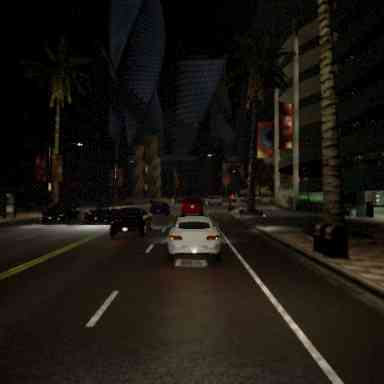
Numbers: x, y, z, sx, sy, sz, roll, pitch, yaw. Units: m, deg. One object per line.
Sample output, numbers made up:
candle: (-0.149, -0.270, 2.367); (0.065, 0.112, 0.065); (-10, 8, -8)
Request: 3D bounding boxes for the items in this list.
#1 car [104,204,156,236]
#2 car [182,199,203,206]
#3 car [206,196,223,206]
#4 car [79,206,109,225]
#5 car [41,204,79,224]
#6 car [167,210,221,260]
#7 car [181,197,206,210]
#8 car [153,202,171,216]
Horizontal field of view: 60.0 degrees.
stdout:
car: (-3.434, 1.672, 19.412); (1.837, 1.490, 4.892); (0, 0, 0)
car: (0.174, 2.100, 67.510); (1.812, 1.442, 4.674); (-1, -1, 40)
car: (3.849, 1.785, 66.402); (2.150, 2.045, 5.566); (-1, -1, 43)
car: (-7.116, 1.793, 26.556); (1.994, 1.385, 4.181); (0, 0, 0)
car: (-10.611, 1.741, 27.290); (1.837, 1.490, 4.892); (0, 0, 0)
car: (0.067, 1.636, 12.805); (1.812, 1.442, 4.674); (0, 0, 0)
car: (0.052, 1.512, 34.018); (2.150, 2.045, 5.566); (0, 0, 0)
car: (-3.425, 1.789, 36.469); (1.882, 1.535, 5.008); (0, 0, 1)
